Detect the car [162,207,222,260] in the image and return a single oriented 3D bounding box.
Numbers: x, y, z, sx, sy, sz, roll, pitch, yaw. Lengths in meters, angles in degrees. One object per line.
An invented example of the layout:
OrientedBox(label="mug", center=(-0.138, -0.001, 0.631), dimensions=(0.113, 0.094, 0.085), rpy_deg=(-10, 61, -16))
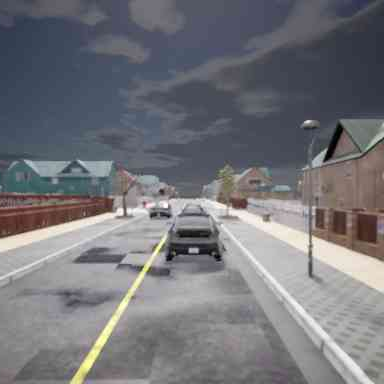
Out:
OrientedBox(label="car", center=(0.072, 1.544, 12.551), dimensions=(1.837, 1.490, 4.892), rpy_deg=(0, 0, 0))

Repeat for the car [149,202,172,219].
OrientedBox(label="car", center=(-2.788, 1.661, 30.928), dimensions=(2.033, 1.411, 5.357), rpy_deg=(0, 0, 0))

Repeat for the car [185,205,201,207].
OrientedBox(label="car", center=(0.064, 1.653, 25.723), dimensions=(1.994, 1.385, 4.181), rpy_deg=(0, 0, 1))
